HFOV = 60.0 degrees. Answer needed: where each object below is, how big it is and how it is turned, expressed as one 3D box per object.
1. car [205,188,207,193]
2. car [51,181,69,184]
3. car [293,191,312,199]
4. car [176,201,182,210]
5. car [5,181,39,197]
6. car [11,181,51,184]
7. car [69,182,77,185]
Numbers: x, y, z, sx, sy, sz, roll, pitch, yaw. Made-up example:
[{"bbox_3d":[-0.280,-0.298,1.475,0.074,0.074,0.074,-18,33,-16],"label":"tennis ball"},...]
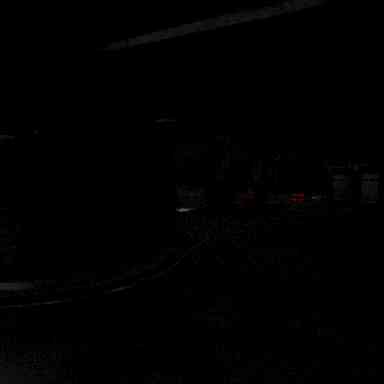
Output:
[{"bbox_3d":[5.004,-0.342,65.561,5.027,1.636,2.152,2,2,35],"label":"car"},{"bbox_3d":[-26.660,-1.247,65.454,3.866,1.878,1.905,2,2,35],"label":"car"},{"bbox_3d":[18.866,0.478,56.540,1.895,1.301,4.718,2,2,36],"label":"car"},{"bbox_3d":[-3.023,0.861,25.985,2.033,1.411,5.357,2,2,36],"label":"car"},{"bbox_3d":[-21.674,-0.453,42.420,4.605,1.855,1.932,2,2,35],"label":"car"},{"bbox_3d":[-17.150,-0.169,35.198,3.866,1.878,1.905,2,2,35],"label":"car"},{"bbox_3d":[-25.319,-1.274,68.064,4.605,1.855,1.932,2,2,35],"label":"car"}]
